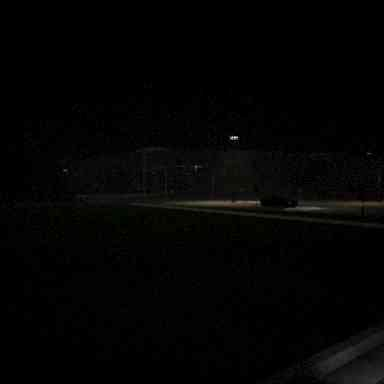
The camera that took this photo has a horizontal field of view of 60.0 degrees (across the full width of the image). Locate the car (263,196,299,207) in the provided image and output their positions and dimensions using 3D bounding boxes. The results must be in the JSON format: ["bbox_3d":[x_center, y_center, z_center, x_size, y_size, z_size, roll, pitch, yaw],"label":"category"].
[{"bbox_3d":[12.165,1.304,45.748,1.895,1.301,4.718,-1,0,-34],"label":"car"}]

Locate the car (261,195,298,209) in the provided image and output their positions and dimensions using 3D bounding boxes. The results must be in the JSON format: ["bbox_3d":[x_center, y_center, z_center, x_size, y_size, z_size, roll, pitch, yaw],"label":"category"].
[{"bbox_3d":[10.821,1.209,41.529,1.882,1.535,5.008,-1,0,-35],"label":"car"}]
